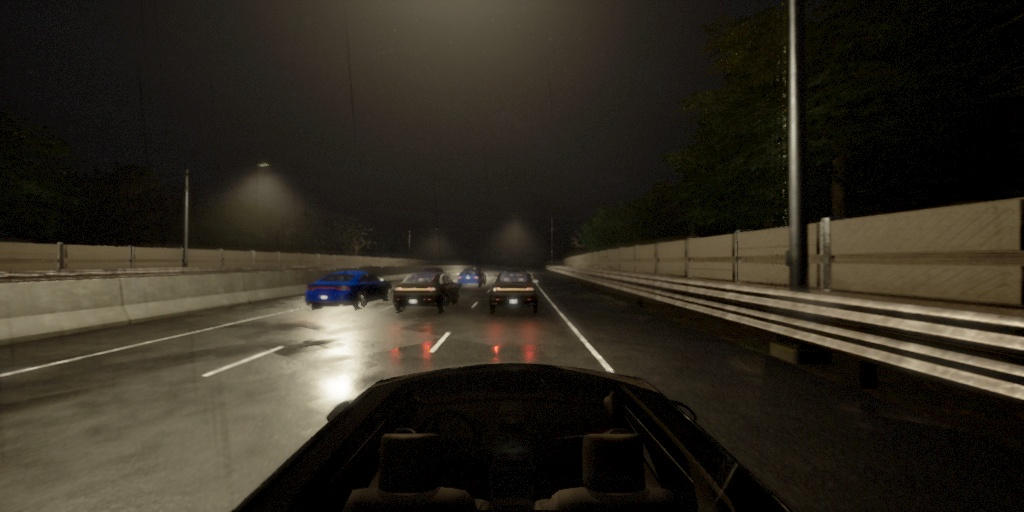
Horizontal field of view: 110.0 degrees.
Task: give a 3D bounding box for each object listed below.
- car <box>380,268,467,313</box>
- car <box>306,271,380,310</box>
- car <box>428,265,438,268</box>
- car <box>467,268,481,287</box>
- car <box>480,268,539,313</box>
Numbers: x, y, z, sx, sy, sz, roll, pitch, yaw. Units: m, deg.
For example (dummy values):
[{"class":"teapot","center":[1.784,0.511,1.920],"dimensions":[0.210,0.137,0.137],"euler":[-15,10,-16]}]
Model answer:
[{"class":"car","center":[-3.402,1.410,14.942],"dimensions":[2.128,1.511,4.902],"euler":[0,-1,1]},{"class":"car","center":[-6.885,1.406,15.715],"dimensions":[1.882,1.535,5.008],"euler":[0,-1,1]},{"class":"car","center":[-6.615,1.676,30.304],"dimensions":[1.812,1.442,4.674],"euler":[0,-1,2]},{"class":"car","center":[-3.167,1.676,28.860],"dimensions":[2.033,1.411,5.357],"euler":[0,-1,2]},{"class":"car","center":[0.098,1.409,14.905],"dimensions":[2.128,1.511,4.902],"euler":[0,-1,1]}]
